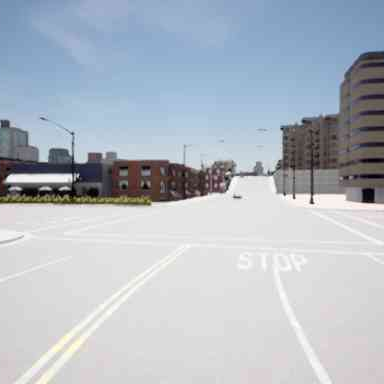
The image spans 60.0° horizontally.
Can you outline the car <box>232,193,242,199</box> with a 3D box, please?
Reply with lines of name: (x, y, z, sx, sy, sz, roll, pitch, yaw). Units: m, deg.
car: (9.785, 0.868, 72.430, 1.895, 1.301, 4.718, 0, 1, 11)
